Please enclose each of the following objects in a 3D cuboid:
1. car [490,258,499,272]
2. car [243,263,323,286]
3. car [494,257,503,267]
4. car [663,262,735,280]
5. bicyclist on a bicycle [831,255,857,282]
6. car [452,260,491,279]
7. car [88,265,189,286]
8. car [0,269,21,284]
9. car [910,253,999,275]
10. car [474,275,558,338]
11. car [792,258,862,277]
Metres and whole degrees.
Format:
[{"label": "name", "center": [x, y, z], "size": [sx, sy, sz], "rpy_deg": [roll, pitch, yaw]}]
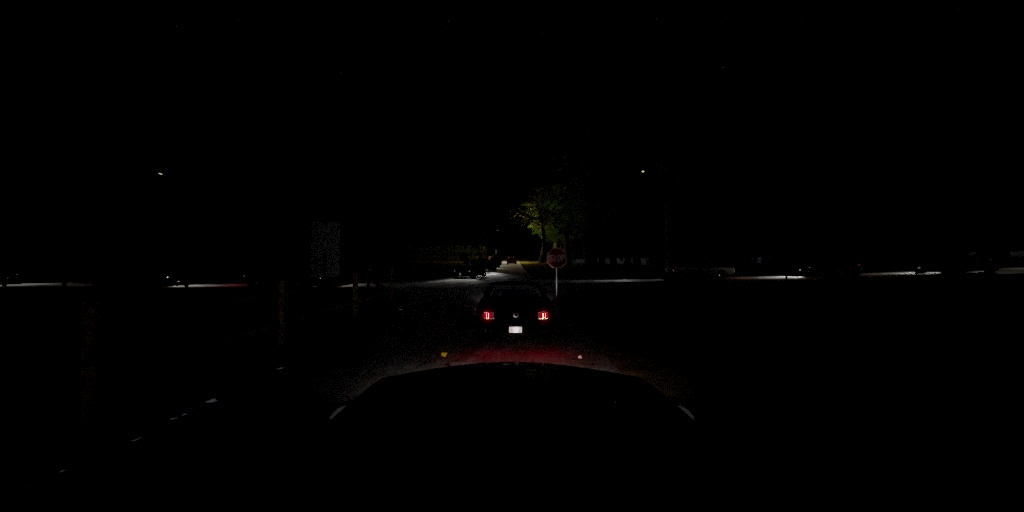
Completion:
[{"label": "car", "center": [-2.930, 1.284, 44.786], "size": [1.895, 1.301, 4.718], "rpy_deg": [0, 0, 0]}, {"label": "car", "center": [-15.416, 1.252, 24.322], "size": [4.892, 1.490, 1.837], "rpy_deg": [0, -1, 1]}, {"label": "car", "center": [-2.924, 1.127, 58.051], "size": [2.033, 1.411, 5.357], "rpy_deg": [0, 1, 1]}, {"label": "car", "center": [14.194, 1.122, 27.459], "size": [4.718, 1.301, 1.895], "rpy_deg": [-1, -1, 0]}, {"label": "bicyclist on a bicycle", "center": [19.855, 0.746, 21.505], "size": [0.582, 1.620, 1.656], "rpy_deg": [-1, -1, 0]}, {"label": "car", "center": [-3.813, 1.262, 32.813], "size": [1.812, 1.442, 4.674], "rpy_deg": [0, 0, 15]}, {"label": "car", "center": [-25.228, 1.292, 24.317], "size": [5.357, 1.411, 2.033], "rpy_deg": [0, -1, 0]}, {"label": "car", "center": [-36.555, 1.147, 24.274], "size": [4.892, 1.490, 1.837], "rpy_deg": [1, -1, 0]}, {"label": "car", "center": [30.192, 0.525, 24.598], "size": [4.674, 1.442, 1.812], "rpy_deg": [-2, -1, 0]}, {"label": "car", "center": [0.082, 1.352, 10.187], "size": [1.895, 1.301, 4.718], "rpy_deg": [0, 0, 0]}, {"label": "car", "center": [24.083, 0.827, 27.506], "size": [4.181, 1.385, 1.994], "rpy_deg": [-2, -1, 0]}]
